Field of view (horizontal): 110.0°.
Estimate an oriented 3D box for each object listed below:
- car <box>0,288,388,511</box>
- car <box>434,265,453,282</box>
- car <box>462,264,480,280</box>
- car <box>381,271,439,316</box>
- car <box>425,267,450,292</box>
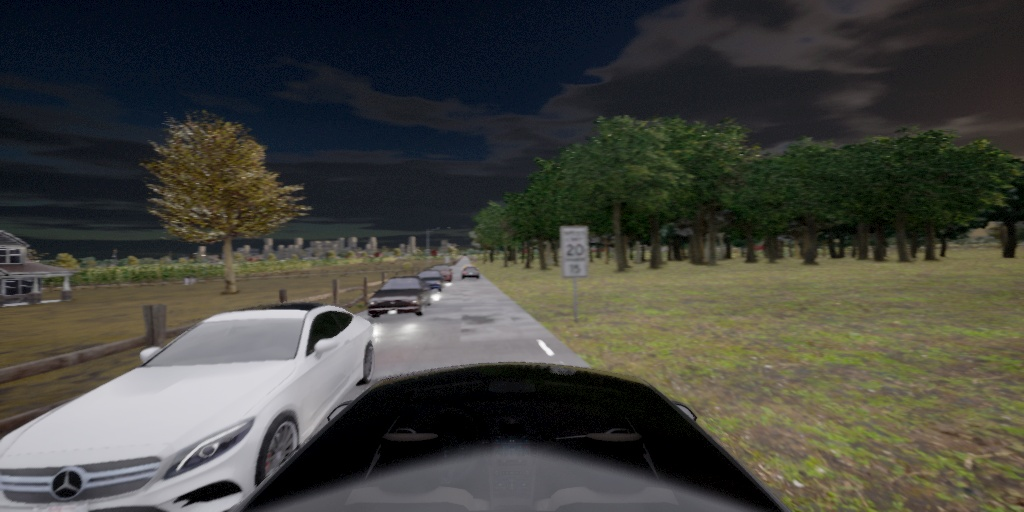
[{"bbox_3d":[-3.071,1.377,4.516,1.812,1.442,4.674,-1,-1,-7],"label":"car"},{"bbox_3d":[-6.912,1.654,35.093,2.097,1.767,4.553,-1,-1,-7],"label":"car"},{"bbox_3d":[-4.670,1.878,40.479,1.994,1.385,4.181,-1,-1,-7],"label":"car"},{"bbox_3d":[-4.376,1.550,14.797,2.033,1.411,5.357,-1,-1,-7],"label":"car"},{"bbox_3d":[-5.696,1.704,25.243,2.033,1.411,5.357,-1,-1,-7],"label":"car"}]
